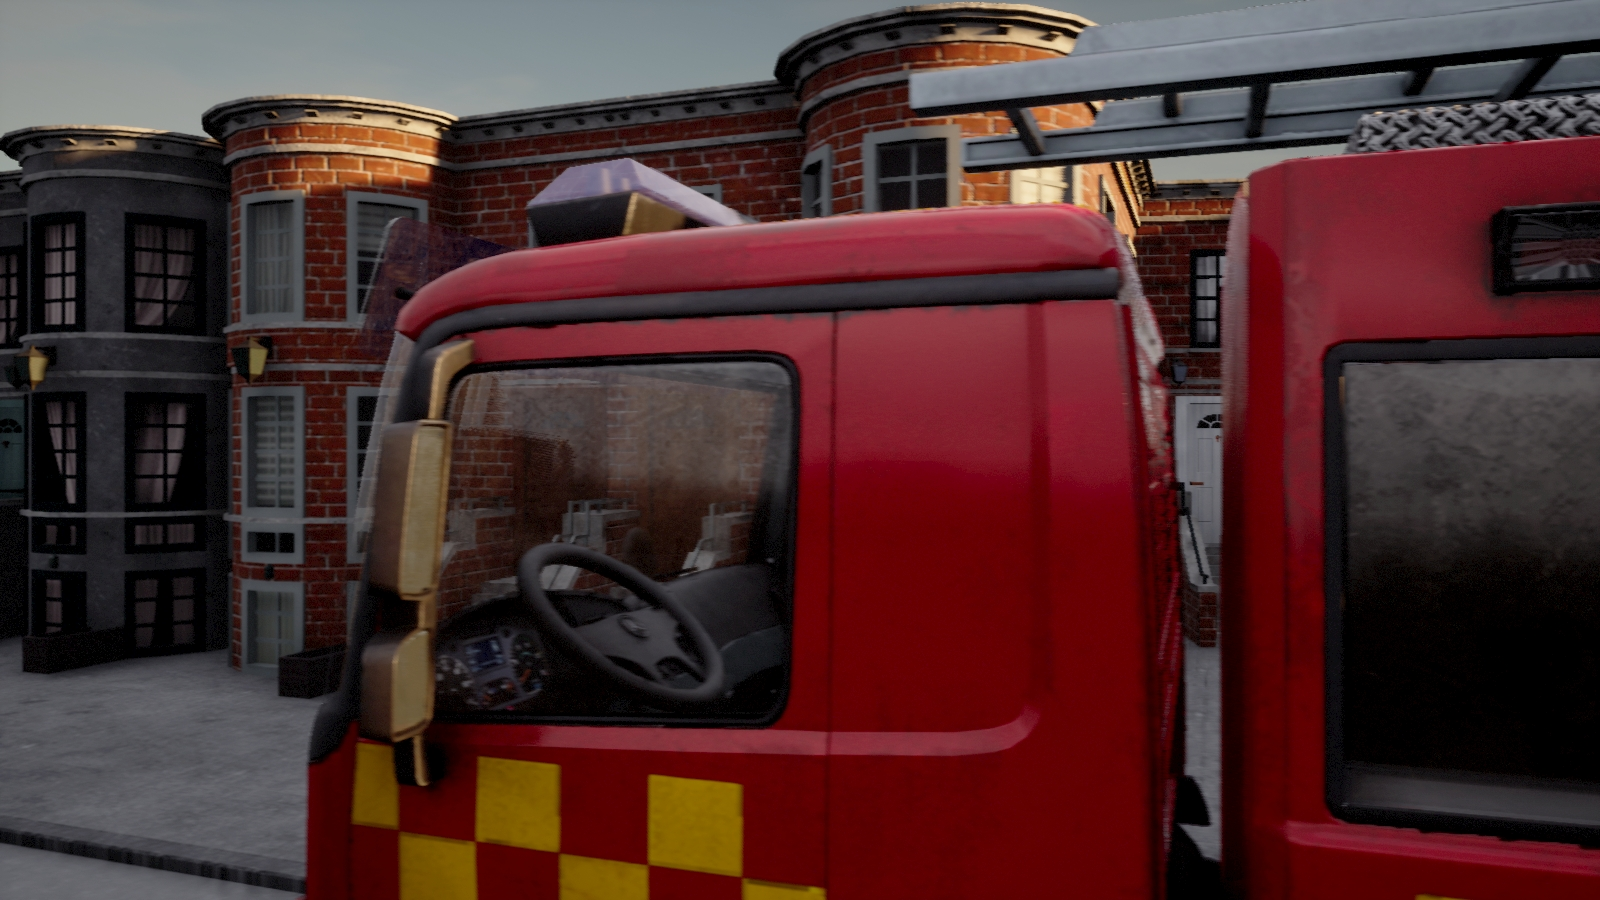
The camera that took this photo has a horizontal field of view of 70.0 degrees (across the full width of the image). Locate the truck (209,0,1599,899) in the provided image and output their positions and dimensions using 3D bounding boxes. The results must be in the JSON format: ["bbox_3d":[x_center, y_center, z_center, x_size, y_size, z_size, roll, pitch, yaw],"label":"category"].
[{"bbox_3d":[3.003,0.671,2.799,8.468,3.827,2.891,0,0,19],"label":"truck"}]
